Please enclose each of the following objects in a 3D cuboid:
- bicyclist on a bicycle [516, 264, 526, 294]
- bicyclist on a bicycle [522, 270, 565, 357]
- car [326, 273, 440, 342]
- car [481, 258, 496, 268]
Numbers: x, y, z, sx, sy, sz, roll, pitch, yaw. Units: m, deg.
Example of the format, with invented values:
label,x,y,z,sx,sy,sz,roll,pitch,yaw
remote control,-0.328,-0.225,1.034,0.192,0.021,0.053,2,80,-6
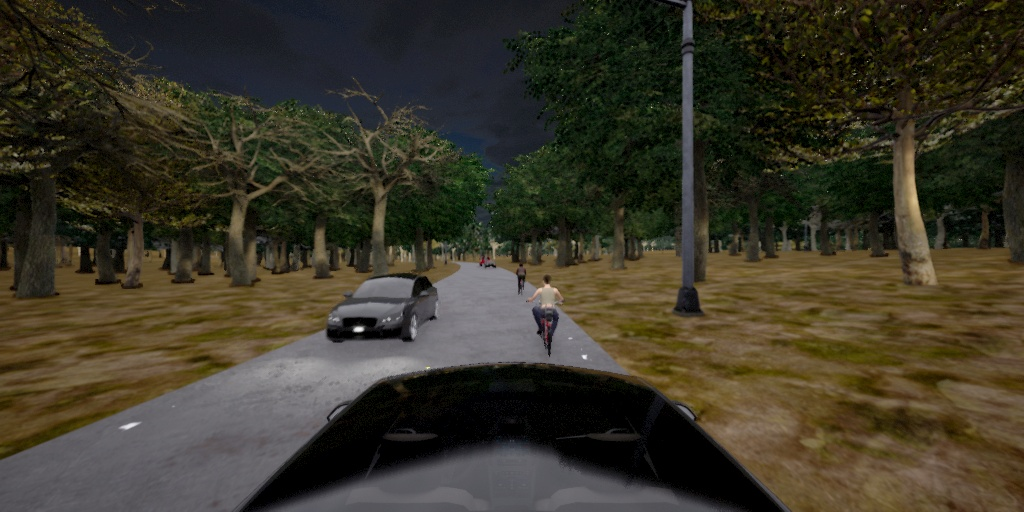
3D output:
label,x,y,z,sx,sy,sz,roll,pitch,yaw
bicyclist on a bicycle,0.482,1.230,18.429,0.582,1.620,1.656,0,0,-2
bicyclist on a bicycle,0.734,1.195,7.617,0.866,1.612,1.509,0,0,0
car,-3.217,1.266,9.843,1.837,1.490,4.892,0,0,-1
car,-3.895,1.474,63.198,1.895,1.301,4.718,0,0,-7
